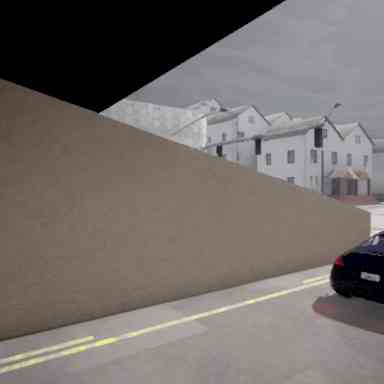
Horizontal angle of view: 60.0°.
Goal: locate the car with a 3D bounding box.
[{"bbox_3d":[4.931,1.526,7.303,4.181,1.385,1.994,0,0,-35],"label":"car"}]
